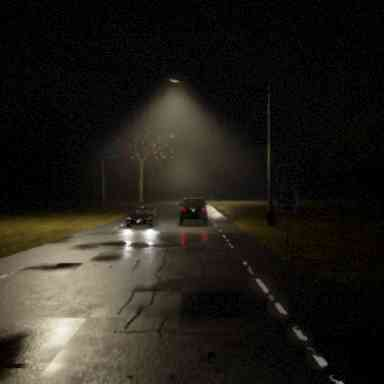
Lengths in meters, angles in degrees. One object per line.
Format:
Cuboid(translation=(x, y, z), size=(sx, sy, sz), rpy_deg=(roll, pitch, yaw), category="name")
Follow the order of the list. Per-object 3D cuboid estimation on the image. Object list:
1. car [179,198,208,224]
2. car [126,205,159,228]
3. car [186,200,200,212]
Cuboid(translation=(0.102, 1.459, 27.004), size=(2.150, 2.045, 5.566), rpy_deg=(0, 0, 0), category="car")
Cuboid(translation=(-3.554, 1.731, 24.436), size=(1.837, 1.490, 4.892), rpy_deg=(0, -1, 0), category="car")
Cuboid(translation=(0.131, 1.770, 43.763), size=(1.812, 1.442, 4.674), rpy_deg=(0, 0, 0), category="car")
